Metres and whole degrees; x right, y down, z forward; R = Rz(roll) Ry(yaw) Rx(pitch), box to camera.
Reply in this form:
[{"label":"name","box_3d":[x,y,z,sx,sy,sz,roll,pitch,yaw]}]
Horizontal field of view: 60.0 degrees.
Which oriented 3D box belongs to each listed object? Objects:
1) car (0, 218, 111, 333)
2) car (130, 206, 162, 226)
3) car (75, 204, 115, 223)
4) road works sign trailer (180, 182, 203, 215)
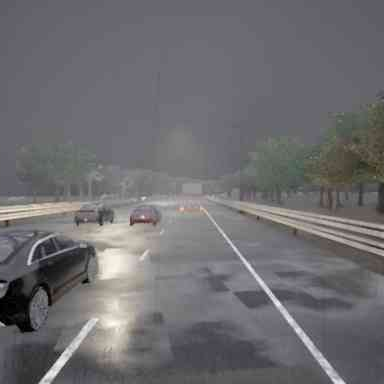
[{"label":"car","box_3d":[-3.398,1.529,6.848,2.128,1.511,4.902,0,0,0]},{"label":"car","box_3d":[-3.392,1.696,24.894,1.994,1.385,4.181,0,0,0]},{"label":"car","box_3d":[-6.892,1.619,23.964,2.128,1.511,4.902,0,0,0]},{"label":"road works sign trailer","box_3d":[0.010,0.659,36.631,2.380,3.560,2.880,0,0,0]}]
